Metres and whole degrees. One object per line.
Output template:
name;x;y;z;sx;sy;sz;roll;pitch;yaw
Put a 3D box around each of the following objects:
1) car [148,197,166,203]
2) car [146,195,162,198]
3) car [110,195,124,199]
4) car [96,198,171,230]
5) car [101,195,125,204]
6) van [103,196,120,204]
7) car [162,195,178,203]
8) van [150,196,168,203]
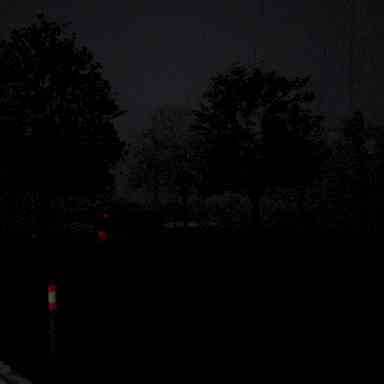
car;-9.707;2.184;91.858;4.553;1.767;2.185;0;-2;-17
car;-7.826;1.842;68.699;1.812;1.442;4.674;0;-1;0
car;-17.586;1.754;75.826;5.566;2.045;2.435;0;-1;-17
car;-4.092;1.518;22.453;4.553;1.767;2.097;0;0;-35
car;-19.191;1.884;81.045;5.566;2.045;2.435;0;-1;-17
van;-22.341;2.272;91.760;4.442;1.987;1.878;0;-2;-17
car;-7.028;1.782;83.034;5.566;2.045;2.435;0;-1;-17
van;-8.911;1.987;88.930;4.442;1.987;1.878;0;-2;-17
